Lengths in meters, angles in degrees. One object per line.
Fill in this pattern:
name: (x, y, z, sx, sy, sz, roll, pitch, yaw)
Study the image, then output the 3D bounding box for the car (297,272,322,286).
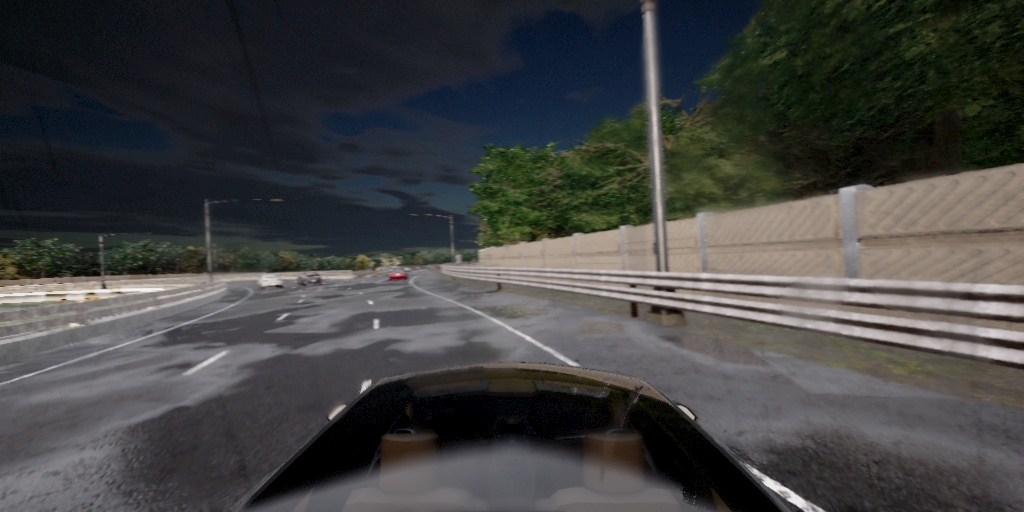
car: (-22.416, 2.496, 39.638, 2.128, 1.511, 4.902, -3, 0, -38)

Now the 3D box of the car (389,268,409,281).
car: (-13.107, 2.066, 41.649, 1.994, 1.385, 4.181, -3, 0, -13)

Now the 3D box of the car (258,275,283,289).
car: (-25.809, 2.713, 38.327, 1.812, 1.442, 4.674, -3, 0, -39)
